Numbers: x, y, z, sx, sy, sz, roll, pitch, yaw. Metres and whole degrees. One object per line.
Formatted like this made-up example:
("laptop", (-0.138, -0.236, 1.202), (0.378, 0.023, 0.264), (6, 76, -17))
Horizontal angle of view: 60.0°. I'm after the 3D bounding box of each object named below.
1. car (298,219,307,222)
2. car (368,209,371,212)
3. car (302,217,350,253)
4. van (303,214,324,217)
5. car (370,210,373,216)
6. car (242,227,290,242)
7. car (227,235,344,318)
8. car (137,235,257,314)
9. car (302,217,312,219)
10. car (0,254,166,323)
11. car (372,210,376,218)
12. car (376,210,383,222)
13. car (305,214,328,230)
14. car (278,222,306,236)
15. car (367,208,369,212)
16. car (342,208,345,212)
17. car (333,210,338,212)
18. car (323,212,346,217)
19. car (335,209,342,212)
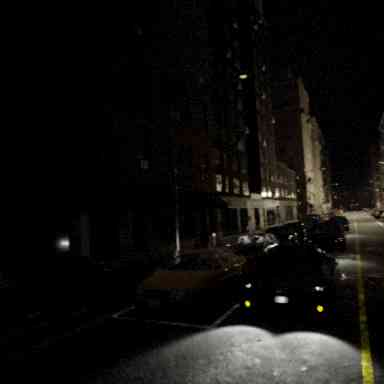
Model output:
("car", (7.430, 2.893, 24.063), (1.947, 1.339, 4.313), (-5, -4, 26))
("car", (38.434, 4.377, 69.320), (1.752, 1.417, 4.829), (-5, -4, 26))
("car", (7.572, 2.414, 18.606), (1.882, 1.535, 5.008), (-5, -4, 26))
("van", (12.165, 3.100, 33.799), (1.690, 1.788, 3.998), (-5, -4, 26))
("car", (33.615, 3.987, 59.444), (1.947, 1.339, 4.313), (-5, -4, 26))
("car", (2.682, 2.446, 14.345), (2.008, 1.369, 4.403), (-5, -4, 26))
("car", (2.642, 2.049, 8.469), (1.994, 1.385, 4.181), (-5, -4, 25))
("car", (0.232, 2.198, 9.335), (1.752, 1.417, 4.829), (-5, -4, 26))
("car", (9.805, 3.125, 28.922), (1.802, 1.307, 4.206), (-5, -4, 26))
("car", (-3.144, 2.296, 8.742), (1.895, 1.301, 4.718), (-2, -4, 42))
("car", (31.241, 3.773, 54.584), (1.947, 1.339, 4.313), (-5, -4, 26))
("car", (26.493, 3.328, 44.866), (2.008, 1.369, 4.403), (-5, -4, 26))
("car", (14.544, 3.413, 38.651), (1.967, 1.590, 4.097), (-5, -4, 26))
("car", (5.056, 2.678, 19.204), (1.947, 1.339, 4.313), (-5, -4, 26))
("car", (40.736, 4.638, 74.023), (1.802, 1.307, 4.206), (-5, -4, 26))
("car", (35.900, 5.208, 82.399), (2.192, 1.841, 5.009), (-5, -4, 26))
("car", (23.968, 4.350, 57.931), (1.752, 1.417, 4.829), (-5, -4, 26))
("car", (13.570, 2.956, 30.833), (1.882, 1.535, 5.008), (-5, -4, 26))
("car", (28.792, 4.809, 67.802), (2.008, 1.369, 4.403), (-5, -4, 26))
